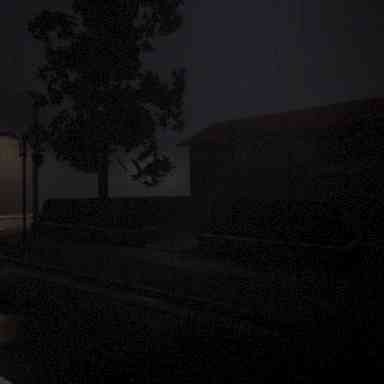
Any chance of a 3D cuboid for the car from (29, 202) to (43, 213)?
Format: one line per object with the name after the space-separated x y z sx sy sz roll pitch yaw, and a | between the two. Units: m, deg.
-18.759 1.867 43.323 1.812 1.442 4.674 -1 0 36 | car
